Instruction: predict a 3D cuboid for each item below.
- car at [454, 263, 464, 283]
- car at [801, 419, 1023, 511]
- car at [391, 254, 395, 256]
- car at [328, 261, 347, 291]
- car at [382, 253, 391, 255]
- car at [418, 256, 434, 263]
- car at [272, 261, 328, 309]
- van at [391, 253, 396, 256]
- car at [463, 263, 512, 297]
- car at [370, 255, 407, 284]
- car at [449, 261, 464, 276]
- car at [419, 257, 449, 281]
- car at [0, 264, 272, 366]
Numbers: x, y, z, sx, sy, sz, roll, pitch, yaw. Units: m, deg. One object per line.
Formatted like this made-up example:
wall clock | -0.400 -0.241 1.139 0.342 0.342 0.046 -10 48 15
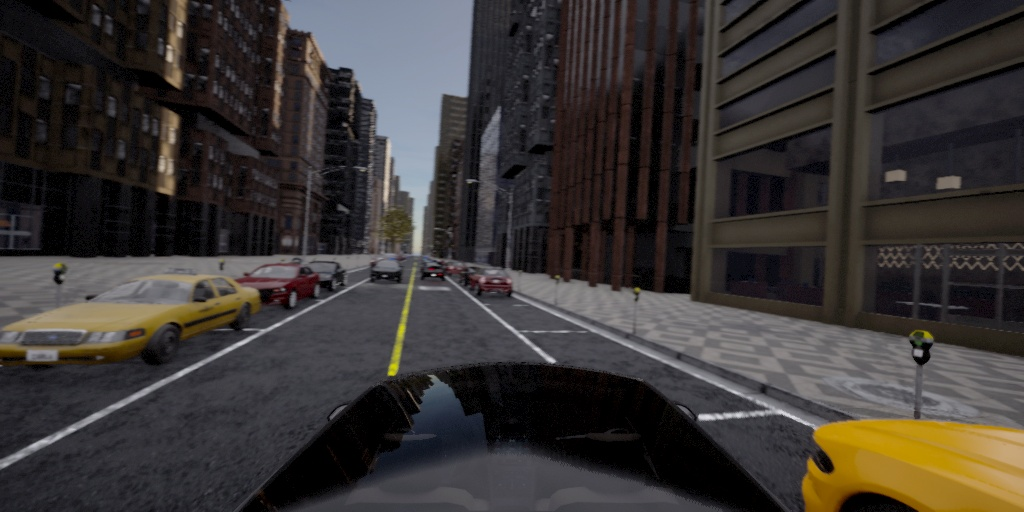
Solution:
car | -2.794 1.407 25.713 1.948 1.339 4.313 0 0 -15
car | 3.461 1.419 0.616 1.882 1.535 5.008 4 -1 -15
car | -18.264 0.756 50.981 2.007 1.370 4.403 0 0 -15
car | -9.572 0.925 18.045 1.948 1.339 4.313 0 0 -15
car | -16.815 0.670 45.491 1.967 1.591 4.097 0 0 -15
car | -9.681 1.112 41.417 1.837 1.490 4.892 4 0 -14
car | -8.123 0.931 12.555 1.888 1.381 4.507 0 0 -15
van | -19.713 0.521 56.470 1.690 1.789 3.998 0 0 -15
car | -1.345 1.307 20.223 1.967 1.591 4.097 0 0 -15
car | -8.509 0.969 24.665 1.882 1.535 5.008 4 -1 -15
car | -5.692 1.229 36.691 1.967 1.591 4.097 0 0 -15
car | -6.494 1.168 29.399 1.837 1.490 4.892 4 0 -14
car | -6.631 0.938 6.902 1.751 1.417 4.829 0 0 -15
